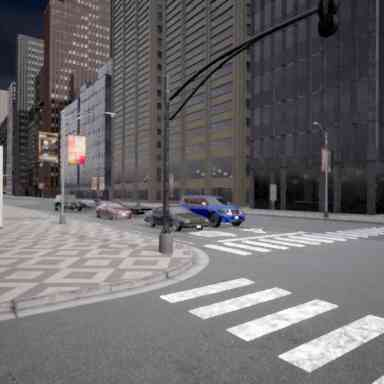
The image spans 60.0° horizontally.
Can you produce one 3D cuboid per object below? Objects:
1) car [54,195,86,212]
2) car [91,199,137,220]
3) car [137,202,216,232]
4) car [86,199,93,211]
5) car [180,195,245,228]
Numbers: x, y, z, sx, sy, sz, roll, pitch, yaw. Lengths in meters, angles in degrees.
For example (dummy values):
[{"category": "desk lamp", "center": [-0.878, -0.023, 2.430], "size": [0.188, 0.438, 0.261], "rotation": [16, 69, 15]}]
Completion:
[{"category": "car", "center": [-15.085, 1.335, 40.315], "size": [2.150, 2.045, 5.566], "rotation": [0, -1, -35]}, {"category": "car", "center": [-6.851, 1.581, 28.769], "size": [1.812, 1.442, 4.674], "rotation": [0, 0, -36]}, {"category": "car", "center": [-1.153, 1.564, 20.803], "size": [2.033, 1.411, 5.357], "rotation": [0, -1, -35]}, {"category": "car", "center": [-13.302, 1.667, 43.419], "size": [1.812, 1.442, 4.674], "rotation": [0, 0, -35]}, {"category": "car", "center": [1.174, 1.263, 23.126], "size": [2.150, 2.045, 5.566], "rotation": [1, -1, -36]}]
